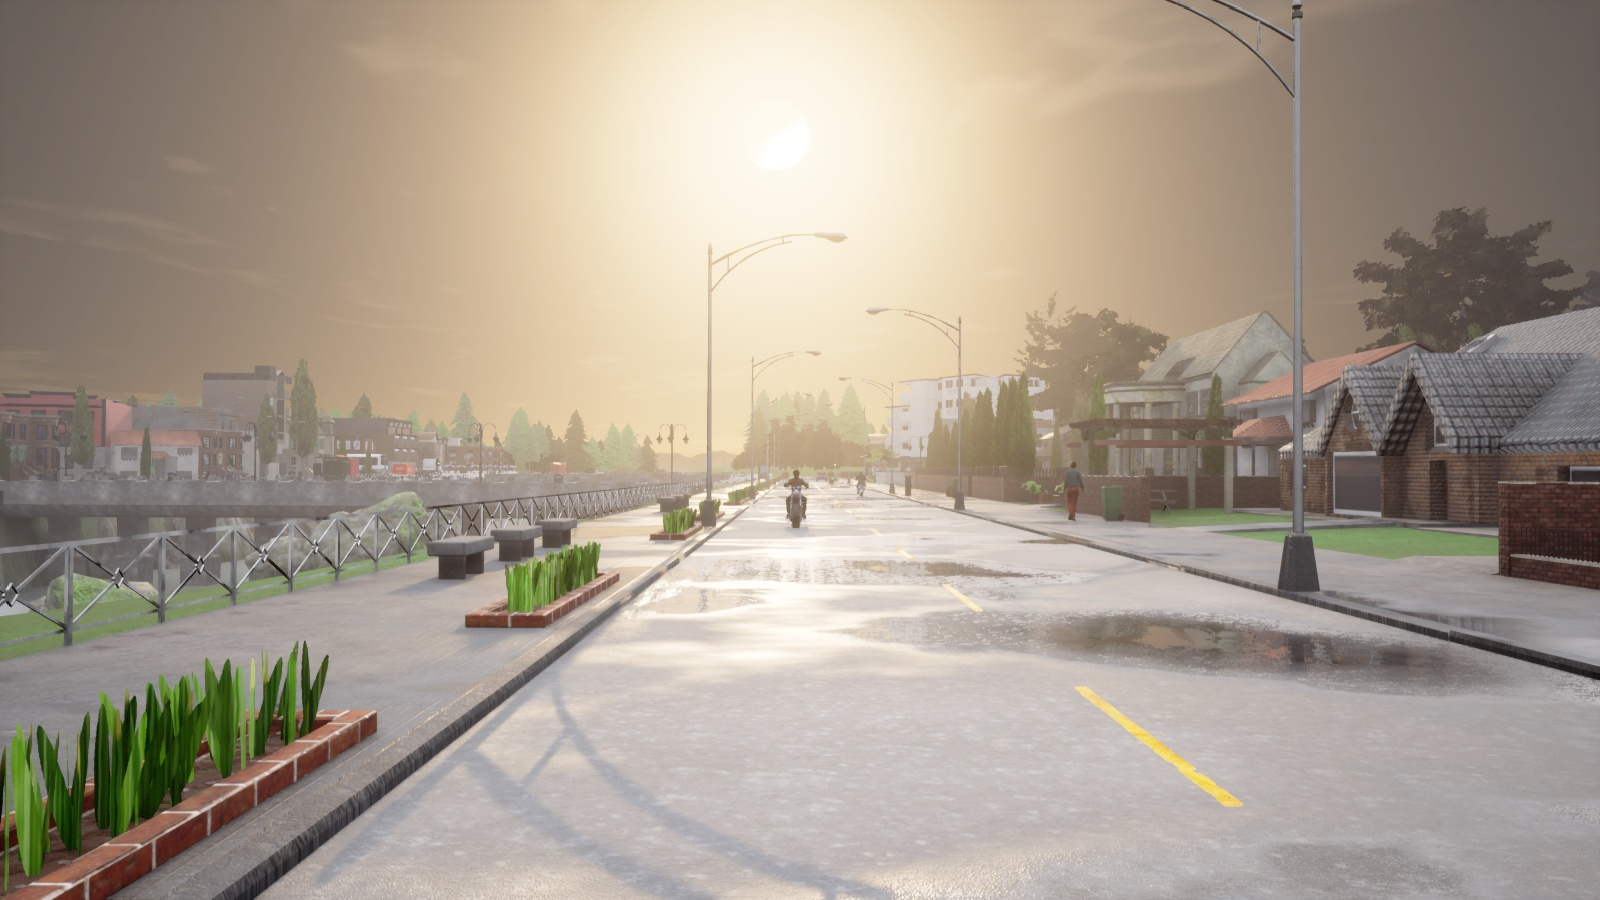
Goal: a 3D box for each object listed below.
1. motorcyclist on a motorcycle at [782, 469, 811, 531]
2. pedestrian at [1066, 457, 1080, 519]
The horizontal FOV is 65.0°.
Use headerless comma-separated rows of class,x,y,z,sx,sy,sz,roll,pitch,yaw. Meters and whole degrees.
motorcyclist on a motorcycle,-0.093,1.348,34.765,0.766,1.649,2.350,0,-1,0
pedestrian,8.196,1.123,37.679,0.353,1.847,0.614,0,-1,9
